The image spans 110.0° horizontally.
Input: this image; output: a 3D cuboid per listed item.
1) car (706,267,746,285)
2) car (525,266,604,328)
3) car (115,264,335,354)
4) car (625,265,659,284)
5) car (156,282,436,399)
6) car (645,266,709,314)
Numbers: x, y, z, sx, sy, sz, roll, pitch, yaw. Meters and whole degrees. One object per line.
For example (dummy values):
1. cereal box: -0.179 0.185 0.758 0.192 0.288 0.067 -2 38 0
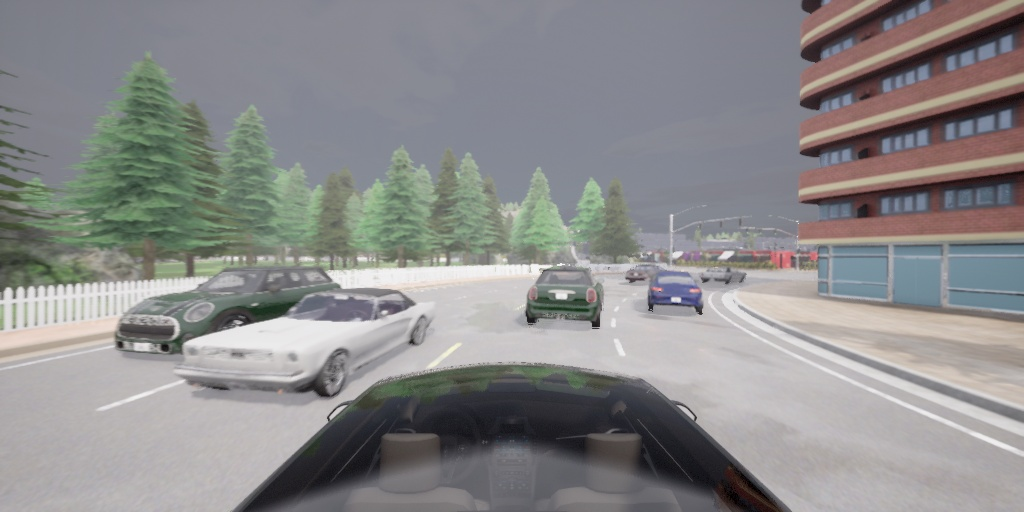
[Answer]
1. car: 16.412 1.476 27.806 4.718 1.301 1.895 1 0 -40
2. car: 1.883 1.103 11.703 2.097 1.767 4.553 1 0 15
3. car: -6.153 1.022 8.573 2.097 1.767 4.553 1 0 11
4. car: 10.399 1.359 26.976 2.033 1.411 5.357 1 0 43
5. car: -3.090 1.308 6.635 1.895 1.301 4.718 1 0 9
6. car: 6.369 1.320 14.203 1.812 1.442 4.674 0 0 22
